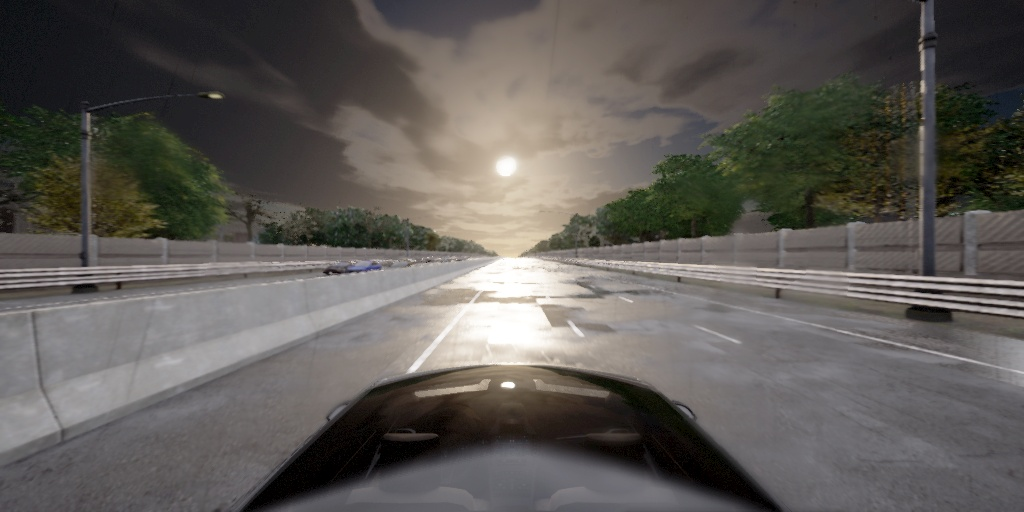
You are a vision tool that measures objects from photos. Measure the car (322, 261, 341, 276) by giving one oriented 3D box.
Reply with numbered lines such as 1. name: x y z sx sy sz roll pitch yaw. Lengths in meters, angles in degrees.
1. car: -17.574 1.269 37.477 2.033 1.411 5.357 0 0 1

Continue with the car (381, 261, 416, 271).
1. car: -10.591 1.234 34.609 1.837 1.490 4.892 0 0 0

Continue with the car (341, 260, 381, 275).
1. car: -14.092 1.207 34.580 1.882 1.535 5.008 0 0 0
